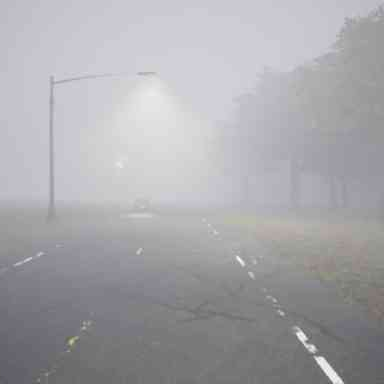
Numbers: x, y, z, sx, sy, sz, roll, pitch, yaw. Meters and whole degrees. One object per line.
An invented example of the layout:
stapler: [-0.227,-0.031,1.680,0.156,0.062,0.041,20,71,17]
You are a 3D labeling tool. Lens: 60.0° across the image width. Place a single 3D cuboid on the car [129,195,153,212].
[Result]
car: [-5.347,1.358,36.254,2.128,1.511,4.902,0,0,-5]
